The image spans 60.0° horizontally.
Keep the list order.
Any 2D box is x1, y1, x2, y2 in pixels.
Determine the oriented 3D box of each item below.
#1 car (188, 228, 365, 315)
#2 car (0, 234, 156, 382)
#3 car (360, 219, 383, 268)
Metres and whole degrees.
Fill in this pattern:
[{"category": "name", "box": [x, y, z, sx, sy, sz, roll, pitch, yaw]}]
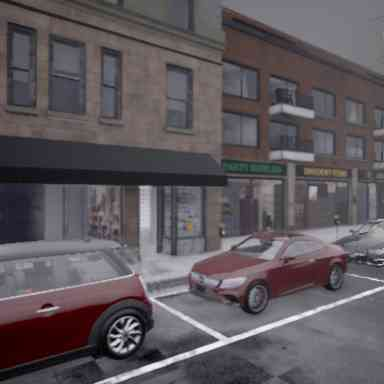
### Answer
[{"category": "car", "box": [1.873, 1.592, 7.525, 4.206, 1.307, 1.802, 0, 0, -36]}, {"category": "car", "box": [-2.619, 1.441, 4.320, 4.097, 1.590, 1.967, 0, 0, -36]}, {"category": "car", "box": [6.366, 1.571, 10.730, 4.403, 1.369, 2.008, 0, 0, -36]}]
